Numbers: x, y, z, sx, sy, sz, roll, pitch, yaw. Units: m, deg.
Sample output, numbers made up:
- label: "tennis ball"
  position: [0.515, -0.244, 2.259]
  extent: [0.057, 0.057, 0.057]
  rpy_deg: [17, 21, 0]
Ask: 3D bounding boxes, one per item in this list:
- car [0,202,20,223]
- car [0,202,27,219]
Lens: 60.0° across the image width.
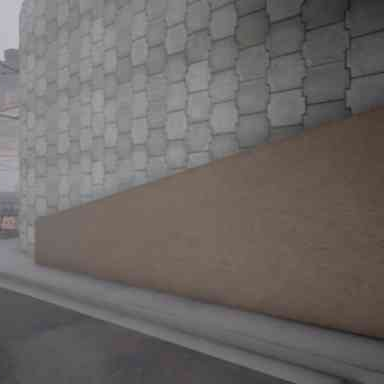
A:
- label: "car"
  position: [-11.838, 1.460, 25.171]
  extent: [4.536, 1.218, 1.853]
  rpy_deg: [0, 0, 1]
- label: "car"
  position: [-15.588, 1.492, 27.984]
  extent: [1.853, 1.218, 4.536]
  rpy_deg: [0, 0, -9]
